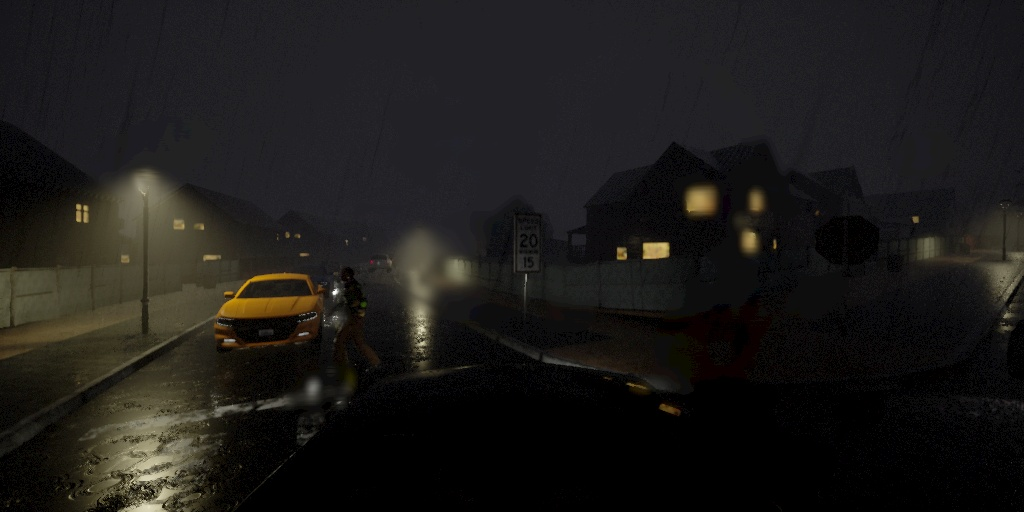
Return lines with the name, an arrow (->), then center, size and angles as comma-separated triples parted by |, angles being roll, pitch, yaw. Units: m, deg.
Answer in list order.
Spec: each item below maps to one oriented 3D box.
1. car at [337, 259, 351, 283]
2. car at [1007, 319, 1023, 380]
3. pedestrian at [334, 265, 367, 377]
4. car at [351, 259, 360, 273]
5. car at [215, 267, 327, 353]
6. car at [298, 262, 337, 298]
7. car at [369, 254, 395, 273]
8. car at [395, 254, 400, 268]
car -> -13.579, 1.182, 26.765 | 2.128, 1.511, 4.902 | 0, 0, -20
car -> 8.373, 0.940, 4.603 | 4.181, 1.385, 1.994 | -3, 2, -29
pedestrian -> -2.641, 1.039, 5.855 | 0.375, 1.860, 0.375 | -1, 1, -29
car -> -16.942, 1.080, 37.006 | 1.882, 1.535, 5.008 | 0, 0, -16
car -> -5.918, 1.217, 9.203 | 1.882, 1.535, 5.008 | 0, 0, -27
car -> -10.034, 1.206, 17.896 | 1.882, 1.535, 5.008 | 0, 0, -23
car -> -15.064, 0.794, 41.204 | 2.150, 2.045, 5.566 | 0, 1, -15
car -> -17.417, 0.670, 51.370 | 2.150, 2.045, 5.566 | 0, 1, -11
